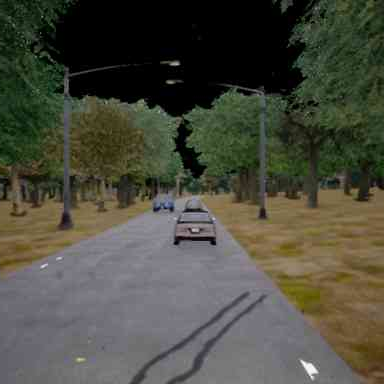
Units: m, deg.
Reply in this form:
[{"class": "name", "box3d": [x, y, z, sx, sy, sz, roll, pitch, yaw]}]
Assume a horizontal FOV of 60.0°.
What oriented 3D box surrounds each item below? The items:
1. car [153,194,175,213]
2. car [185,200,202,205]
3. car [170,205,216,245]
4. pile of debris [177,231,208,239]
[{"class": "car", "box3d": [-3.032, 1.226, 36.979, 2.150, 2.045, 5.566, 0, 0, 0]}, {"class": "car", "box3d": [0.160, 1.567, 38.229, 1.994, 1.385, 4.181, 0, 0, 0]}, {"class": "car", "box3d": [0.124, 1.541, 15.551, 2.033, 1.411, 5.357, 0, 0, 0]}, {"class": "pile of debris", "box3d": [0.026, 2.171, 16.820, 1.500, 0.140, 1.860, 0, 0, 0]}]
